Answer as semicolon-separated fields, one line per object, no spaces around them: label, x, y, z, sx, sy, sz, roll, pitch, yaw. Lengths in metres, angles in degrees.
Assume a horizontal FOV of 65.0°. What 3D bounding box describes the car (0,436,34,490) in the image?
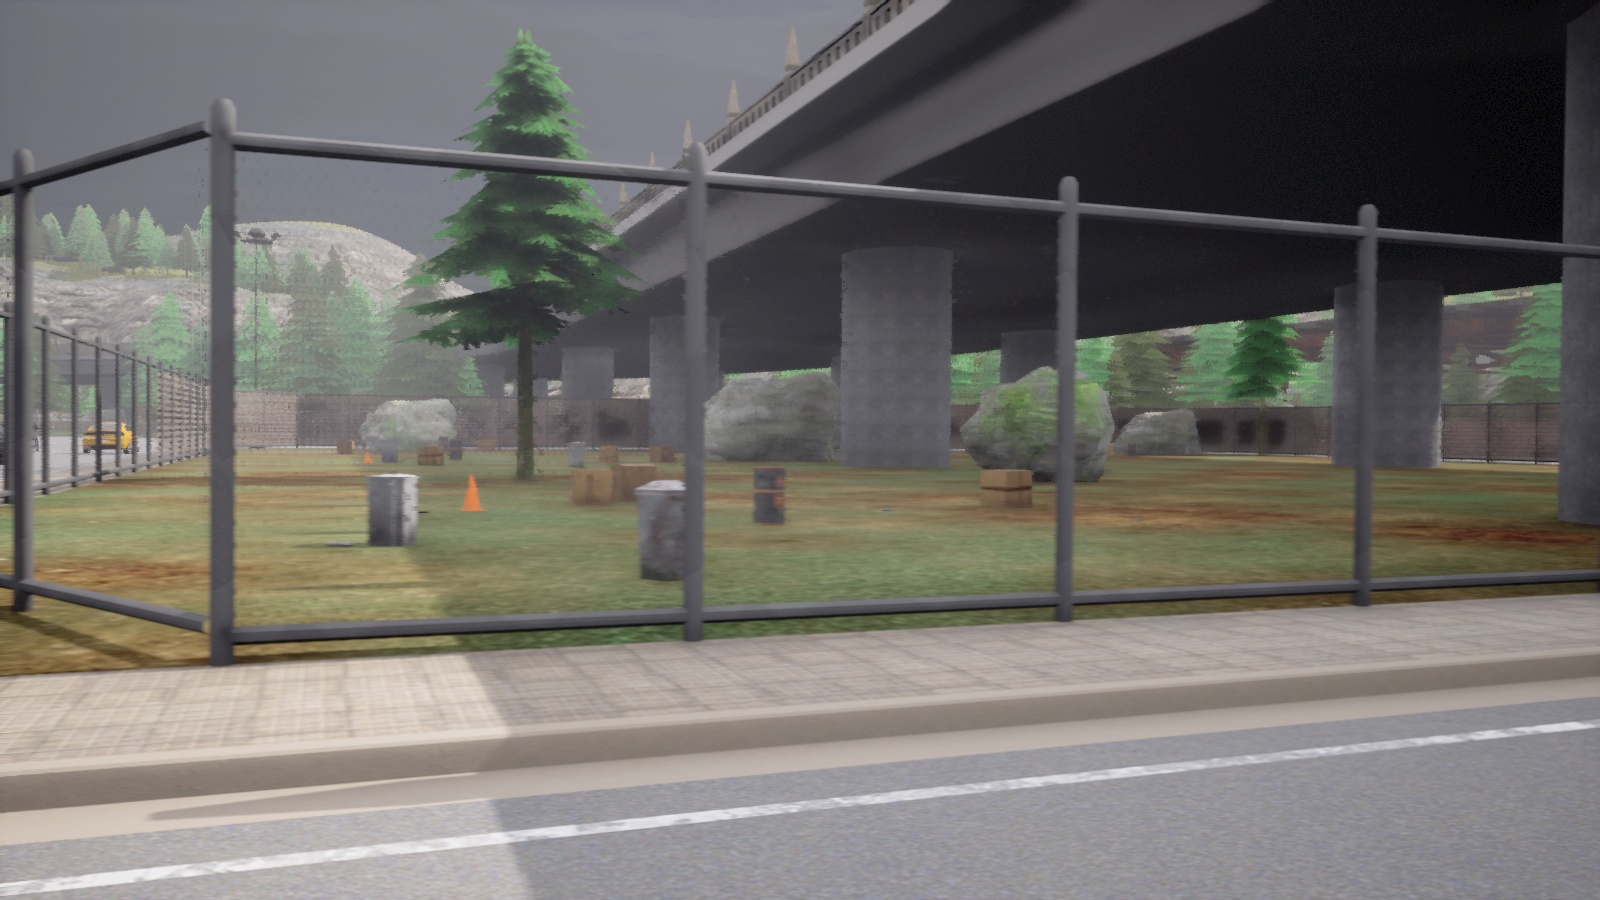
car;-24.203;0.357;36.970;2.007;1.525;4.514;-1;1;-21

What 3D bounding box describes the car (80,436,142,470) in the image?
car;-32.936;0.104;60.152;1.882;1.535;5.008;-1;1;-21
